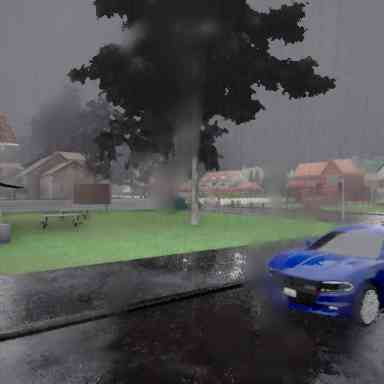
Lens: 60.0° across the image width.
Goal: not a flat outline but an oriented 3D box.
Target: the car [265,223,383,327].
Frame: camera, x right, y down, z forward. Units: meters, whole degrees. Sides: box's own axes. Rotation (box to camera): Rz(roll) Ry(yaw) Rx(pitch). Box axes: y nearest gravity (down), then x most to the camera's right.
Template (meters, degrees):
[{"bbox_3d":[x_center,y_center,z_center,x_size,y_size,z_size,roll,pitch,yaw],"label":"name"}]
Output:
[{"bbox_3d":[3.746,1.477,7.193,5.008,1.535,1.882,0,0,-35],"label":"car"}]
